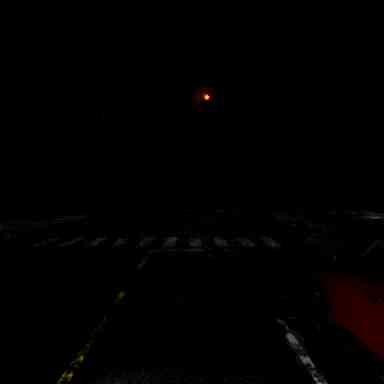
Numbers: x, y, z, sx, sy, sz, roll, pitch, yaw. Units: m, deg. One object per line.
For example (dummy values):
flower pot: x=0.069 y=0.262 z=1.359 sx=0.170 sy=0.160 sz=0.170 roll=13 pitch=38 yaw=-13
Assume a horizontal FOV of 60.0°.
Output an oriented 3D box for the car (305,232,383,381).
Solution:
car: x=2.841 y=1.285 z=3.388 sx=2.192 sy=1.841 sz=5.009 roll=1 pitch=0 yaw=0
